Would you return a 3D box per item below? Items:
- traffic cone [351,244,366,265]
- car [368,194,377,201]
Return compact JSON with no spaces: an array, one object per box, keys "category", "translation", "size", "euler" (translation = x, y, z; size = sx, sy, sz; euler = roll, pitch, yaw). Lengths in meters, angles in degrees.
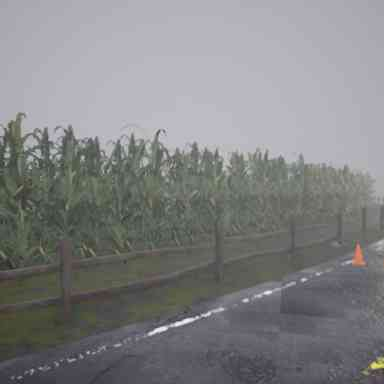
[{"category":"traffic cone","translation":[5.129,1.910,10.258],"size":[0.340,0.580,0.340],"euler":[0,0,45]},{"category":"car","translation":[36.350,1.140,68.593],"size":[1.837,1.490,4.892],"euler":[0,0,8]}]
